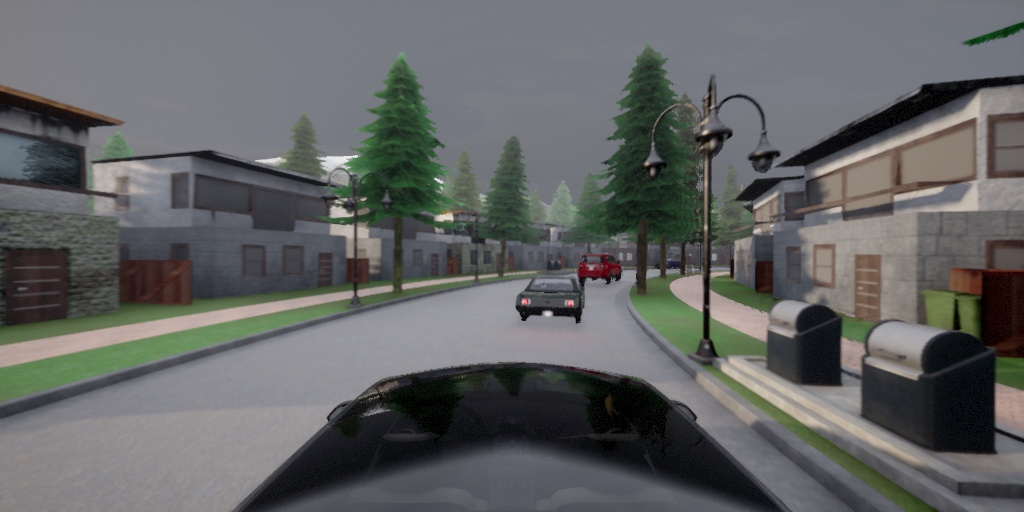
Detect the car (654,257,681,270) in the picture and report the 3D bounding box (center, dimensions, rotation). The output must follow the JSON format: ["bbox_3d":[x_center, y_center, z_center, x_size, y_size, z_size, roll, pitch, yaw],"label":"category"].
[{"bbox_3d":[21.525,0.977,49.301,4.553,1.767,2.097,0,0,-36],"label":"car"}]

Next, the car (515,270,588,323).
[{"bbox_3d":[1.481,1.308,12.109,1.895,1.301,4.718,0,0,13],"label":"car"}]

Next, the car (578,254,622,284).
[{"bbox_3d":[6.474,0.888,26.076,2.150,2.045,5.566,0,0,28],"label":"car"}]
